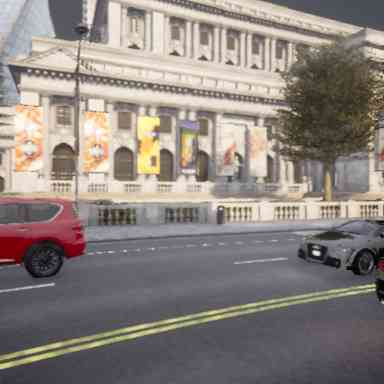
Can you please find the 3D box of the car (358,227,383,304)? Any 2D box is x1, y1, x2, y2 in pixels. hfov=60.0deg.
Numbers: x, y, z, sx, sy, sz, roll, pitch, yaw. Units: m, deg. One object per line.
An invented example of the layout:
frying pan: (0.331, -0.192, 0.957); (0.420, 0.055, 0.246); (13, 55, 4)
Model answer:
car: (5.726, 1.480, 6.219); (5.008, 1.535, 1.882); (0, 0, -25)

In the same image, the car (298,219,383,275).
car: (5.358, 1.553, 10.146); (4.181, 1.385, 1.994); (0, 0, -22)

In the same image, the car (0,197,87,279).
car: (-5.570, 1.167, 8.470); (5.566, 2.045, 2.150); (0, 0, -33)
